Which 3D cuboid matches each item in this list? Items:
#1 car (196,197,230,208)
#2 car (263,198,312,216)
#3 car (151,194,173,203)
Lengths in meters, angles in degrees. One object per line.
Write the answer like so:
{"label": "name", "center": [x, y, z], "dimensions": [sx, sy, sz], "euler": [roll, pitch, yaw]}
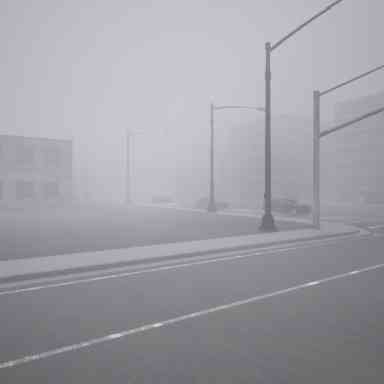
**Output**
{"label": "car", "center": [2.538, 1.294, 41.462], "dimensions": [1.895, 1.301, 4.718], "euler": [0, 1, -34]}
{"label": "car", "center": [9.063, 1.345, 31.978], "dimensions": [1.882, 1.535, 5.008], "euler": [0, 1, -35]}
{"label": "car", "center": [-4.752, 1.028, 52.128], "dimensions": [1.994, 1.385, 4.181], "euler": [0, 1, -34]}
